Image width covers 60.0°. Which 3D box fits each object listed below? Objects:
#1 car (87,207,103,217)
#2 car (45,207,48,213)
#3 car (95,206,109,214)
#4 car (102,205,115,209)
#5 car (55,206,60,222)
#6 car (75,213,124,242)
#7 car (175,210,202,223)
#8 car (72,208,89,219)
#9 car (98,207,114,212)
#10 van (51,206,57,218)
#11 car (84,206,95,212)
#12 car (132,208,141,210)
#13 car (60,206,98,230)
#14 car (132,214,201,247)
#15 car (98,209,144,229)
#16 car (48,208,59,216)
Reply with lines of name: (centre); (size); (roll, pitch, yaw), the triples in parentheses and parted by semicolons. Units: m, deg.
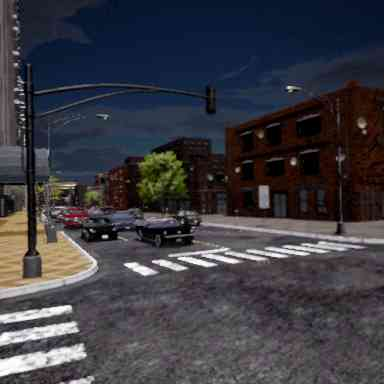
car: (-16.569, 3.336, 56.477); (1.812, 1.442, 4.674); (-1, -1, -26)
car: (-25.163, 3.485, 61.139); (2.192, 1.841, 5.009); (-2, -1, -26)
car: (-17.682, 3.553, 64.931); (1.752, 1.417, 4.829); (-2, -1, -26)
car: (-11.996, 2.973, 47.120); (1.837, 1.490, 4.892); (-1, -1, -26)
car: (-15.221, 2.862, 40.556); (1.967, 1.590, 4.097); (-2, -1, -26)
car: (-6.008, 2.288, 21.236); (1.947, 1.339, 4.313); (-2, -1, -26)
car: (-0.638, 2.302, 29.973); (2.008, 1.369, 4.403); (-2, -1, -26)
car: (-17.031, 3.225, 50.537); (1.812, 1.442, 4.674); (-1, -2, -26)
car: (-10.610, 2.754, 37.046); (2.033, 1.411, 5.357); (-1, -1, -26)
van: (-20.347, 3.149, 51.178); (1.690, 1.788, 3.998); (-2, -1, -26)
car: (-24.637, 4.072, 80.056); (1.837, 1.490, 4.892); (-1, -1, -26)
car: (-7.646, 2.825, 44.200); (2.008, 1.369, 4.403); (-2, -1, -26)
car: (-10.493, 2.376, 30.558); (2.192, 1.841, 5.009); (-2, -1, -26)
car: (-1.586, 2.127, 18.387); (1.895, 1.301, 4.718); (-1, -1, -26)
car: (-6.003, 2.406, 27.497); (2.033, 1.411, 5.357); (-1, -1, -26)
car: (-27.488, 3.871, 65.964); (1.752, 1.417, 4.829); (-2, -1, -26)
